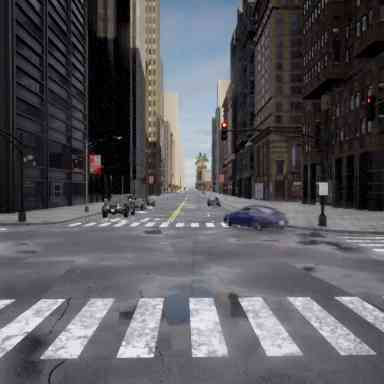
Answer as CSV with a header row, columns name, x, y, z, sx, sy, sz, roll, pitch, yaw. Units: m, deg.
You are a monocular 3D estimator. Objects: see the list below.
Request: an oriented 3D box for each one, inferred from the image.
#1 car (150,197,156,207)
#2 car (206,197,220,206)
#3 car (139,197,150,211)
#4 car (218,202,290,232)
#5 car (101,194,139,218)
name,x,y,z,sx,sy,sz,roll,pitch,yaw
car,-6.664,1.497,50.533,1.994,1.385,4.181,0,0,-1
car,3.276,1.456,51.513,1.812,1.442,4.674,0,0,0
car,-6.643,1.456,40.510,1.837,1.490,4.892,0,0,0
car,3.812,1.510,20.163,1.812,1.442,4.674,-1,1,-29
car,-6.638,1.191,30.636,2.150,2.045,5.566,0,0,0
